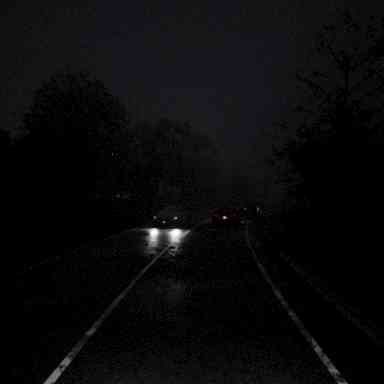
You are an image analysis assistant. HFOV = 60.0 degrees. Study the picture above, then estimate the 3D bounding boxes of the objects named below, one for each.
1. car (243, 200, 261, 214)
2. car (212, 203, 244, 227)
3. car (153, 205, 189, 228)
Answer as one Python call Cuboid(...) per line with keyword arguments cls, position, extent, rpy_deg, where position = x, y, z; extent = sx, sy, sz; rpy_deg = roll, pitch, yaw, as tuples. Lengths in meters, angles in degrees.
Cuboid(cls="car", position=(7.025, 1.980, 41.729), extent=(1.994, 1.385, 4.181), rpy_deg=(2, 0, 18))
Cuboid(cls="car", position=(2.680, 1.790, 25.289), extent=(1.994, 1.385, 4.181), rpy_deg=(1, 0, 11))
Cuboid(cls="car", position=(-1.381, 1.678, 23.796), extent=(1.812, 1.442, 4.674), rpy_deg=(1, 0, 11))
